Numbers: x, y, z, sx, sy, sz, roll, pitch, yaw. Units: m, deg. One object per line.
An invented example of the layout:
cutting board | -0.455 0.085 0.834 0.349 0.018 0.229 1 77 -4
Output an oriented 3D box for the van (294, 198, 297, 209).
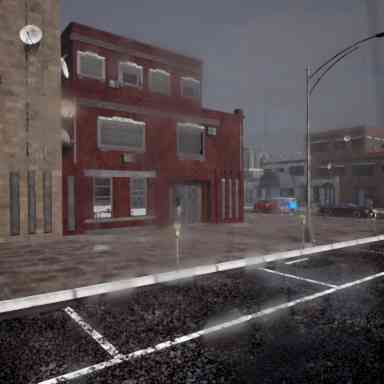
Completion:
van | 12.883 1.704 47.246 1.690 1.788 3.998 -2 0 -38

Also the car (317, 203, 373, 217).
car | 15.687 1.793 34.170 2.033 1.411 5.357 -1 0 -37

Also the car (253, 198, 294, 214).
car | 9.900 1.732 41.659 2.097 1.767 4.553 -1 0 -38
